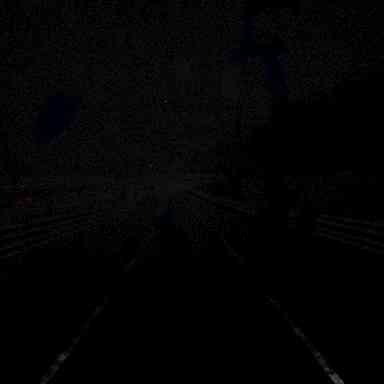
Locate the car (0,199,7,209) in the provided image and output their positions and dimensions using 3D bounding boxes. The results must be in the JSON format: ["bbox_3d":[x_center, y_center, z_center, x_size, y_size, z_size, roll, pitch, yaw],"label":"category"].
[{"bbox_3d":[-23.462,1.508,42.126,1.994,1.385,4.181,0,4,11],"label":"car"}]

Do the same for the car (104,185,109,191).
[{"bbox_3d":[-19.461,-0.936,79.890,2.128,1.511,4.902,0,4,11],"label":"car"}]

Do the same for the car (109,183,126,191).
[{"bbox_3d":[-16.418,-1.087,77.254,2.150,2.045,5.566,0,4,11],"label":"car"}]

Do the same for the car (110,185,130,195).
[{"bbox_3d":[-14.564,-0.233,68.708,1.994,1.385,4.181,0,4,11],"label":"car"}]

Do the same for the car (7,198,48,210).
[{"bbox_3d":[-20.028,1.450,41.443,1.882,1.535,5.008,0,4,11],"label":"car"}]

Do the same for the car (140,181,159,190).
[{"bbox_3d":[-11.028,-1.368,86.345,2.033,1.411,5.357,0,4,11],"label":"car"}]
